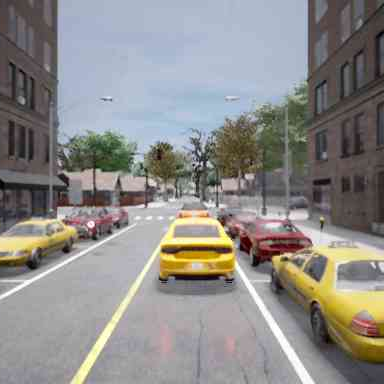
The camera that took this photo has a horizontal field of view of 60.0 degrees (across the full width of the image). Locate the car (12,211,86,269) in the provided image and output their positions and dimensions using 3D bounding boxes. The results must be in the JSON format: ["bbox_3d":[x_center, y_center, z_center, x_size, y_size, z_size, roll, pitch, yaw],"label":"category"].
[{"bbox_3d":[-5.370,1.566,11.292,1.752,1.417,4.829,0,0,0],"label":"car"}]

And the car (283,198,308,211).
[{"bbox_3d":[14.329,1.589,42.182,4.674,1.442,1.812,0,0,2],"label":"car"}]

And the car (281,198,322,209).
[{"bbox_3d":[14.910,1.562,45.441,4.902,1.511,2.128,0,0,0],"label":"car"}]

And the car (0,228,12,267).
[{"bbox_3d":[-5.379,1.461,5.944,1.967,1.590,4.097,0,0,0],"label":"car"}]

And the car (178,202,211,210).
[{"bbox_3d":[0.137,1.431,21.481,2.097,1.767,4.553,0,0,0],"label":"car"}]

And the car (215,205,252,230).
[{"bbox_3d":[2.675,1.648,22.488,1.947,1.339,4.313,0,0,0],"label":"car"}]

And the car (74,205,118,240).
[{"bbox_3d":[-5.360,1.502,16.981,1.967,1.590,4.097,0,0,0],"label":"car"}]

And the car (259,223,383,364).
[{"bbox_3d":[2.646,1.547,6.103,1.752,1.417,4.829,0,0,0],"label":"car"}]

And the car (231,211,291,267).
[{"bbox_3d":[2.656,1.586,11.451,1.887,1.381,4.507,0,0,0],"label":"car"}]

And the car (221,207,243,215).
[{"bbox_3d":[2.665,1.644,16.969,1.802,1.307,4.206,0,0,0],"label":"car"}]

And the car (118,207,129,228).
[{"bbox_3d":[-5.350,1.664,22.500,1.802,1.307,4.206,0,0,0],"label":"car"}]

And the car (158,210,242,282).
[{"bbox_3d":[0.117,1.513,9.899,1.882,1.535,5.008,0,0,0],"label":"car"}]
